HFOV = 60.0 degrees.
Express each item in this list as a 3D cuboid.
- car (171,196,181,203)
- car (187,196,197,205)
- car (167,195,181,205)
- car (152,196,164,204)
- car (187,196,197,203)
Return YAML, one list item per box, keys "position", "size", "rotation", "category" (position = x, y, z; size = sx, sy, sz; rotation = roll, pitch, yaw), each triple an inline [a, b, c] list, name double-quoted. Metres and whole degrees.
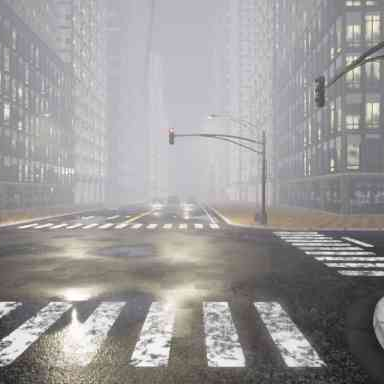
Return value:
- position: [-3.271, 1.565, 70.162]
  size: [1.895, 1.301, 4.718]
  rotation: [0, 0, 0]
  category: "car"
- position: [-0.018, 1.703, 60.577]
  size: [1.895, 1.301, 4.718]
  rotation: [0, 0, 0]
  category: "car"
- position: [-3.268, 1.453, 60.101]
  size: [2.097, 1.767, 4.553]
  rotation: [0, 0, 0]
  category: "car"
- position: [-6.519, 1.608, 64.298]
  size: [2.128, 1.511, 4.902]
  rotation: [0, 0, 0]
  category: "car"
- position: [-0.021, 1.540, 70.549]
  size: [1.994, 1.385, 4.181]
  rotation: [0, 0, 0]
  category: "car"
